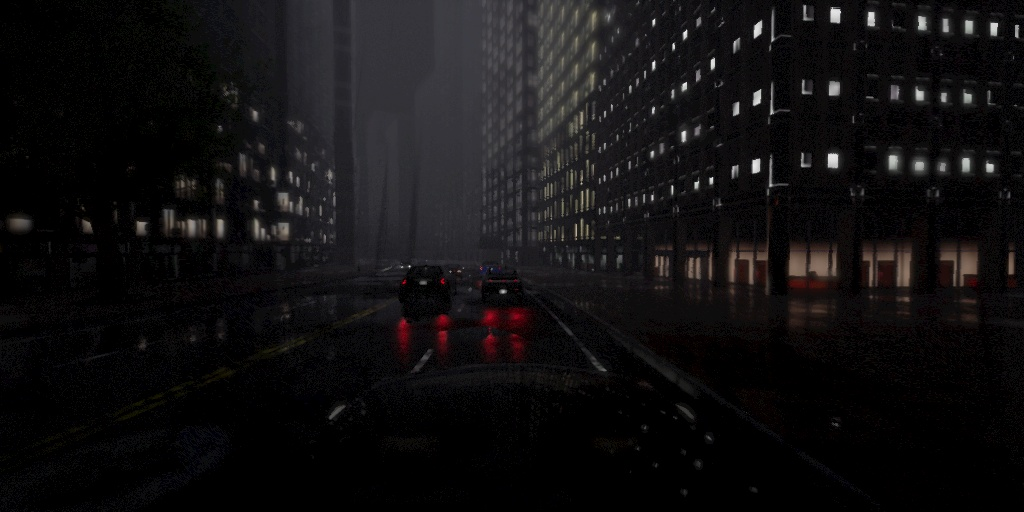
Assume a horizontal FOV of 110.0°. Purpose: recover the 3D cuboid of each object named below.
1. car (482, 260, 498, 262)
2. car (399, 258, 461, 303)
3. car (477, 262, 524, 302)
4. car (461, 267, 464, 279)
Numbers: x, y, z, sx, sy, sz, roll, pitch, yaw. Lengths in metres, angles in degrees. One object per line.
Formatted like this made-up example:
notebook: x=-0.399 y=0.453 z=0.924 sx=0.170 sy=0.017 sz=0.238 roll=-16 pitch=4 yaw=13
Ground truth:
car: x=-2.053 y=1.104 z=32.192 sx=2.097 sy=1.767 sz=4.553 roll=0 pitch=0 yaw=-8
car: x=-3.761 y=1.112 z=16.727 sx=2.097 sy=1.767 sz=4.553 roll=0 pitch=0 yaw=-4
car: x=-0.520 y=1.237 z=16.974 sx=2.128 sy=1.511 sz=4.902 roll=0 pitch=0 yaw=-4
car: x=-5.278 y=1.309 z=31.789 sx=2.033 sy=1.411 sz=5.357 roll=0 pitch=0 yaw=-8
